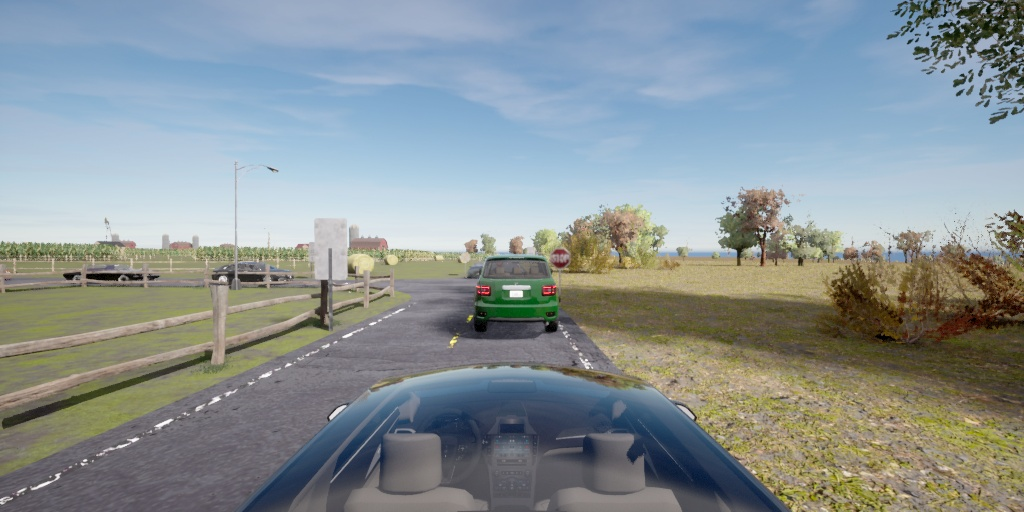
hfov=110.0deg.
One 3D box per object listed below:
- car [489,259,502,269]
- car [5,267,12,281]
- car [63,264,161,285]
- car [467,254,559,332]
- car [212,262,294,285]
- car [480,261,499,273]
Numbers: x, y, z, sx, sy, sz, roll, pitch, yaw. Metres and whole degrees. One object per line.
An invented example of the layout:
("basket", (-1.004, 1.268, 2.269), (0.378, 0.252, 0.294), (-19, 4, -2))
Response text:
("car", (-2.692, 1.273, 60.126), (1.882, 1.535, 5.008), (0, 0, 1))
("car", (-36.831, 0.877, 24.001), (4.553, 1.767, 2.097), (0, 1, 0))
("car", (-26.688, 1.198, 24.074), (4.718, 1.301, 1.895), (0, 1, 0))
("car", (0.114, 0.972, 10.980), (2.150, 2.045, 5.566), (0, 0, 0))
("car", (-17.354, 1.166, 24.151), (4.892, 1.490, 1.837), (0, 1, 0))
("car", (-2.759, 1.321, 44.821), (2.033, 1.411, 5.357), (0, 0, 0))
